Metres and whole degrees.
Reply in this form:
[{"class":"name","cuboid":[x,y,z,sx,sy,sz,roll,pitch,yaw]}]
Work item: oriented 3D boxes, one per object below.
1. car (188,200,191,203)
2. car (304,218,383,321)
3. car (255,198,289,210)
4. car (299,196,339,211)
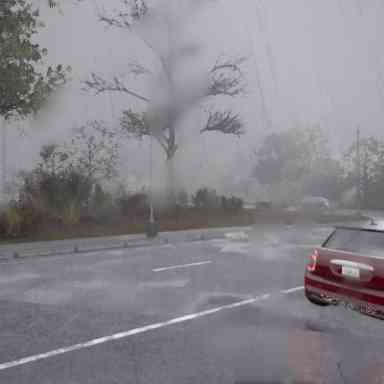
[{"class":"car","cuboid":[-1.050,1.734,65.415,2.033,1.411,5.357,0,-1,-22]},{"class":"car","cuboid":[4.396,1.347,6.747,4.553,1.767,2.097,0,0,-34]},{"class":"car","cuboid":[9.989,1.473,41.895,1.882,1.535,5.008,0,0,-28]},{"class":"car","cuboid":[15.113,1.333,39.721,2.097,1.767,4.553,0,0,-29]}]
